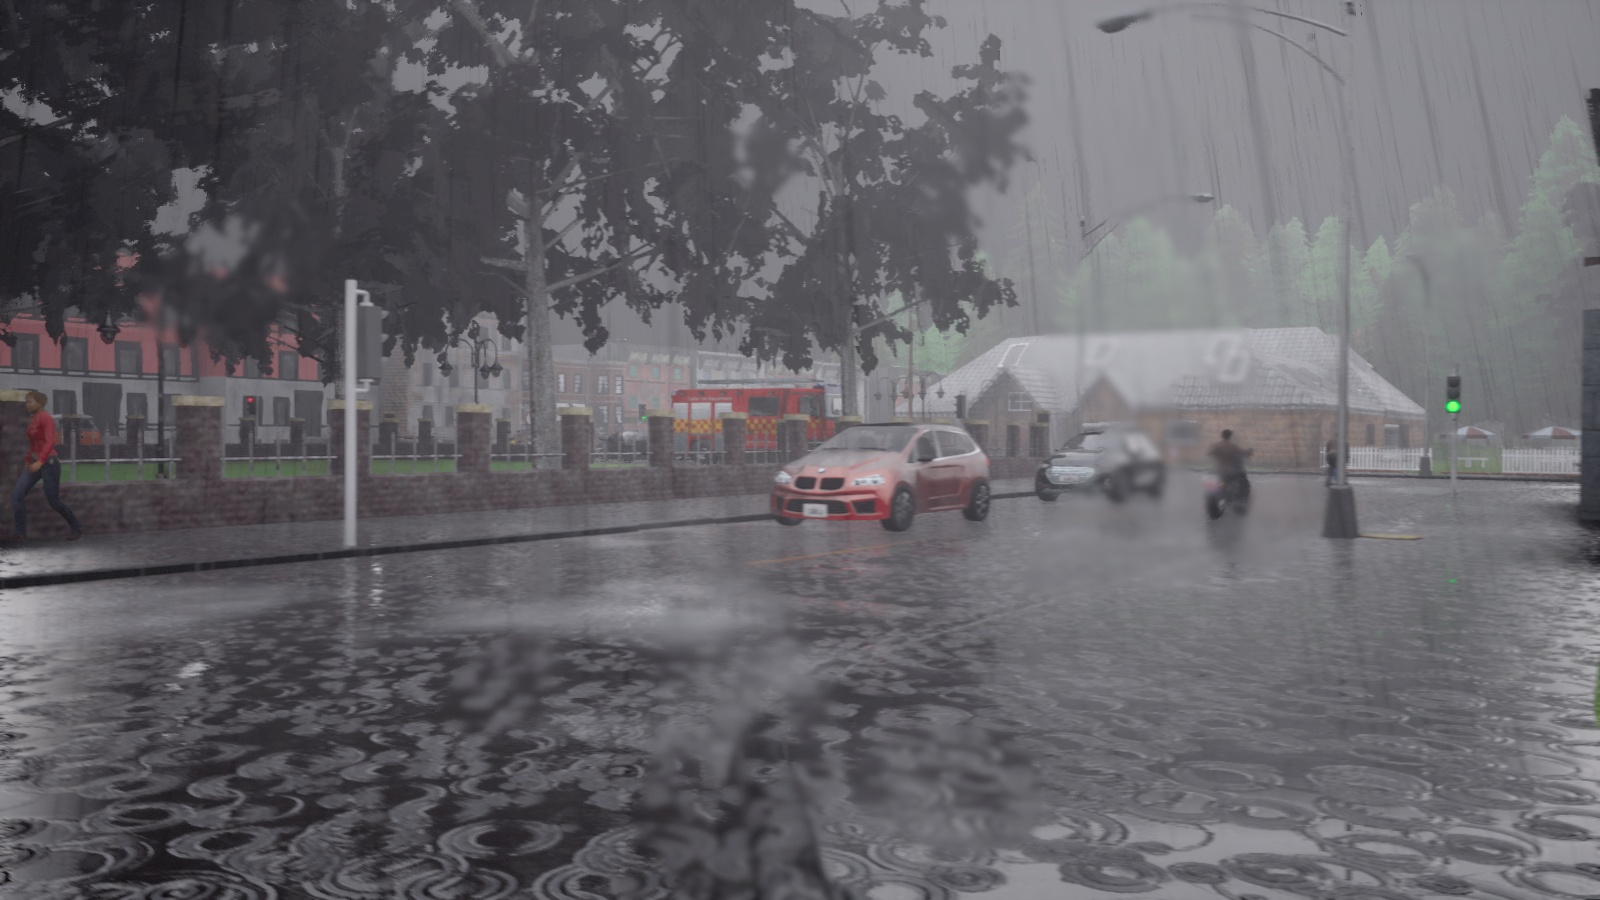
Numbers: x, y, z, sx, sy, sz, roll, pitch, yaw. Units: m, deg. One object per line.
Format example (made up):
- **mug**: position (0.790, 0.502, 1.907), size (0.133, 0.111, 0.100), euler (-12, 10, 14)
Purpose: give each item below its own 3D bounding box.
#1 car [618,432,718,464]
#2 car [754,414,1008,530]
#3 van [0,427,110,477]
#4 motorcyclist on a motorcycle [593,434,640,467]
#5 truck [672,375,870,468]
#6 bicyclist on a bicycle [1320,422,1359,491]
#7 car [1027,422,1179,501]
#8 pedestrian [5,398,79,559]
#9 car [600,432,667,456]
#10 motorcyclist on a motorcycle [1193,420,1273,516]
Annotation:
- **car**: position (-6.709, -0.110, 63.542), size (5.008, 1.535, 1.882), euler (0, 1, 34)
- **car**: position (1.472, 0.277, 20.566), size (2.242, 1.667, 4.611), euler (0, 1, 32)
- **van**: position (-31.574, 0.047, 52.456), size (1.775, 1.987, 4.442), euler (0, 1, 35)
- **motorcyclist on a motorcycle**: position (-8.758, 0.016, 59.943), size (2.191, 1.530, 0.866), euler (0, 1, 32)
- **truck**: position (-1.343, -1.181, 54.884), size (8.468, 3.827, 2.891), euler (0, 1, 33)
- **bicyclist on a bicycle**: position (13.106, 0.141, 30.490), size (0.582, 1.620, 1.656), euler (0, 1, 34)
- **car**: position (7.063, 0.196, 28.893), size (2.033, 1.649, 4.856), euler (0, 1, 31)
- **pedestrian**: position (-8.874, 0.319, 14.717), size (0.331, 1.846, 0.636), euler (0, 1, 34)
- **car**: position (-11.740, -0.462, 88.880), size (2.033, 1.649, 4.856), euler (0, 1, 34)
- **motorcyclist on a motorcycle**: position (7.871, 0.294, 22.759), size (0.766, 1.649, 2.350), euler (0, 1, 34)
